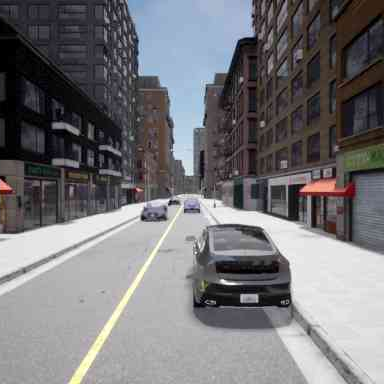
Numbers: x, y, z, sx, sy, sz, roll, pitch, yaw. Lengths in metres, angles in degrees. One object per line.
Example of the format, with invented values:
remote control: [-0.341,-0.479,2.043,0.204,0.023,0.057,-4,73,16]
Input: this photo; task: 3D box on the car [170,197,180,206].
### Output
car: [-2.857,1.546,54.885,1.895,1.301,4.718,0,0,0]

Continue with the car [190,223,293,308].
car: [0.941,1.503,7.894,1.837,1.490,4.892,0,0,0]

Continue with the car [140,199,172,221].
car: [-2.901,1.546,26.417,1.994,1.385,4.181,0,0,0]

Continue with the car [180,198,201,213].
car: [0.009,1.518,37.051,2.033,1.411,5.357,0,0,0]

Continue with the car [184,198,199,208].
car: [-0.085,1.521,47.478,1.994,1.385,4.181,0,0,0]
